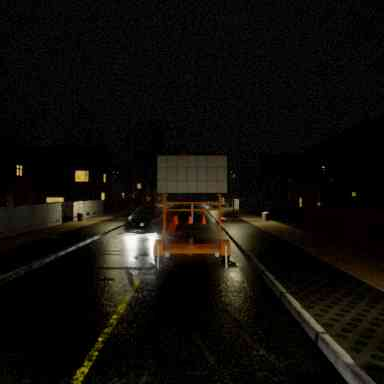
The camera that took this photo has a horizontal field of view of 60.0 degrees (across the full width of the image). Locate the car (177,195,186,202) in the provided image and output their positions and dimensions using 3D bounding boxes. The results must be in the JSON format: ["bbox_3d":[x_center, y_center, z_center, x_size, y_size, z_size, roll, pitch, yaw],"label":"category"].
[{"bbox_3d":[-2.678,1.721,85.858,2.150,2.045,5.566,0,-1,0],"label":"car"}]

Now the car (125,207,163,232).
[{"bbox_3d":[-2.733,1.595,20.127,1.994,1.385,4.181,0,0,0],"label":"car"}]

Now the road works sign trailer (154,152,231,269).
[{"bbox_3d":[0.010,0.473,11.103,2.380,3.560,2.880,0,0,0],"label":"road works sign trailer"}]
